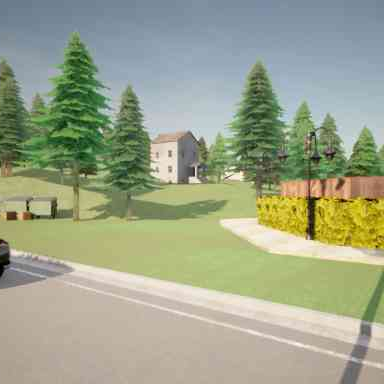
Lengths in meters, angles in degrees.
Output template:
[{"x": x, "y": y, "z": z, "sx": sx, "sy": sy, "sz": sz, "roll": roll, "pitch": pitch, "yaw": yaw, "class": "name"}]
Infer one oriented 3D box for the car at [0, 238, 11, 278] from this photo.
[{"x": -6.670, "y": 1.491, "z": 8.752, "sx": 4.902, "sy": 1.511, "sz": 2.128, "roll": 0, "pitch": 0, "yaw": 36, "class": "car"}]
